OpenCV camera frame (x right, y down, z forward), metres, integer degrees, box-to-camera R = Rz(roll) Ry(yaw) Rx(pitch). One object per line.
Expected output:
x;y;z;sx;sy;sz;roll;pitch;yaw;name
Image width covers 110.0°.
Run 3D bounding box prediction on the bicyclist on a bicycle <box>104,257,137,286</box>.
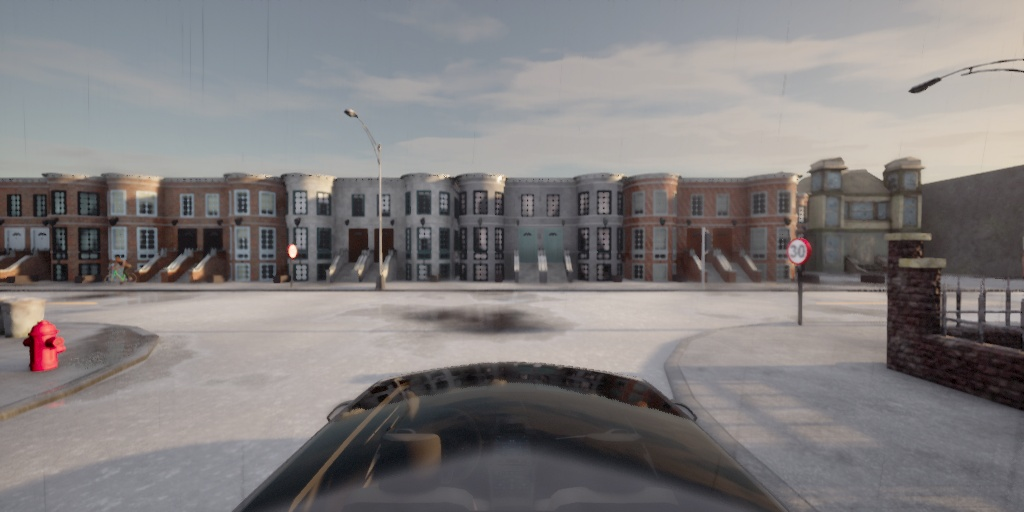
-21.801;0.851;19.991;0.582;1.620;1.656;0;1;0;bicyclist on a bicycle
